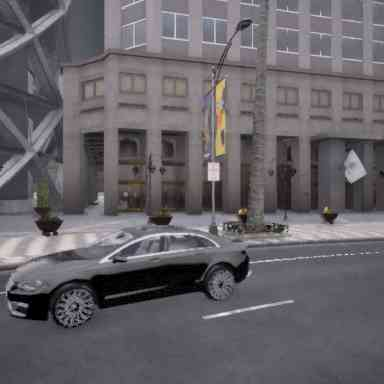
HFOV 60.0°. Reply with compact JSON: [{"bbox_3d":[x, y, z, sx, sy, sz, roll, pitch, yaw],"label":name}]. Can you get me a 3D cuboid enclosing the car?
[{"bbox_3d":[-1.055,1.491,6.947,4.902,1.511,2.128,0,0,-28],"label":"car"}]
